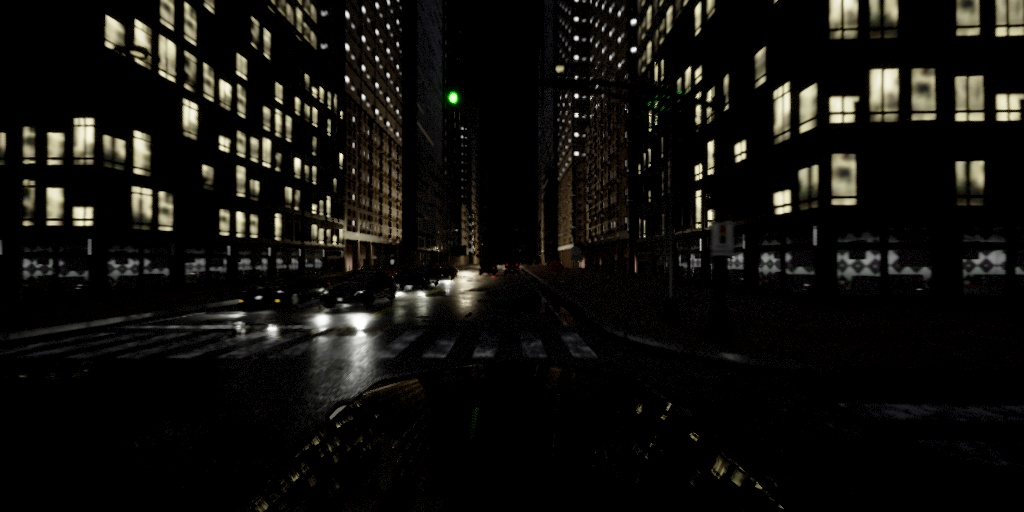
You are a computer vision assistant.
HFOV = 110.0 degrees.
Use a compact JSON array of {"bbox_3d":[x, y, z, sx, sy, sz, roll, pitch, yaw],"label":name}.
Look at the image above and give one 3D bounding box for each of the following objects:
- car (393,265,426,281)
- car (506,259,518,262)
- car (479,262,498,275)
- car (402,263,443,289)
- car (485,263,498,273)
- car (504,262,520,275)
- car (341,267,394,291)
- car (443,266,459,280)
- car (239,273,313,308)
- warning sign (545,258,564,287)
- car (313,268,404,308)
[{"bbox_3d":[-9.850,1.593,34.696,1.812,1.442,4.674,0,-1,0],"label":"car"},{"bbox_3d":[0.002,1.543,56.944,2.150,2.045,5.566,0,-1,0],"label":"car"},{"bbox_3d":[-3.143,1.554,46.752,2.097,1.767,4.553,0,-1,-1],"label":"car"},{"bbox_3d":[-6.598,1.455,25.951,1.882,1.535,5.008,0,-1,0],"label":"car"},{"bbox_3d":[-3.229,1.844,56.693,1.812,1.442,4.674,0,-1,0],"label":"car"},{"bbox_3d":[0.002,1.768,46.910,1.994,1.385,4.181,0,-1,0],"label":"car"},{"bbox_3d":[-9.841,1.530,24.850,1.994,1.385,4.181,0,-1,0],"label":"car"},{"bbox_3d":[-6.585,1.645,35.929,1.994,1.385,4.181,0,-1,1],"label":"car"},{"bbox_3d":[-9.850,1.444,15.942,1.994,1.385,4.181,0,-1,0],"label":"car"},{"bbox_3d":[2.851,1.074,23.893,1.300,1.860,1.060,0,0,0],"label":"warning sign"},{"bbox_3d":[-6.598,1.407,16.077,1.812,1.442,4.674,0,-1,0],"label":"car"}]
